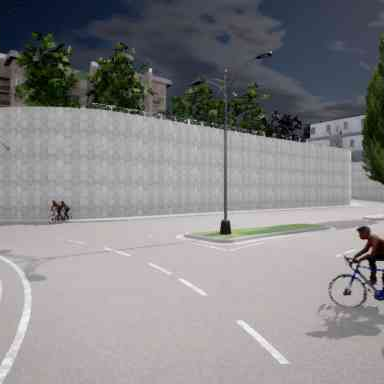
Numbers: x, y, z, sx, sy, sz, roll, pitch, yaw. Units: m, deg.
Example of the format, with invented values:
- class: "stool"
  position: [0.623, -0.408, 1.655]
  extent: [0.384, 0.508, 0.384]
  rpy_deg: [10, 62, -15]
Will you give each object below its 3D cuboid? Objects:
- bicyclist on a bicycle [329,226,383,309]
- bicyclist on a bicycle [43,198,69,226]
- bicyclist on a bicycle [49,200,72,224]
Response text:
- class: "bicyclist on a bicycle"
  position: [3.451, 1.461, 6.285]
  extent: [1.656, 1.620, 0.582]
  rpy_deg: [-2, 0, 18]
- class: "bicyclist on a bicycle"
  position: [-9.619, 1.386, 23.638]
  extent: [0.582, 1.620, 1.656]
  rpy_deg: [0, 9, 21]
- class: "bicyclist on a bicycle"
  position: [-9.030, 1.423, 23.433]
  extent: [0.582, 1.620, 1.656]
  rpy_deg: [10, 9, 23]
